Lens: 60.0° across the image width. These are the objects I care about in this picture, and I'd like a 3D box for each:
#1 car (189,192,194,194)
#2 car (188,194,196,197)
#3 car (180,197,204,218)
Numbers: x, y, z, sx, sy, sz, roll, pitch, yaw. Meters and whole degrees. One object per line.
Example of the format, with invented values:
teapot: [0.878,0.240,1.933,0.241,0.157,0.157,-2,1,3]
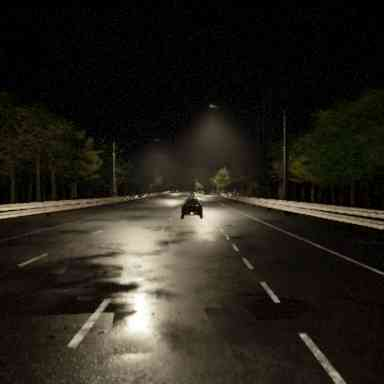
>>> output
car: [-0.015,1.277,80.978,2.033,1.411,5.357,0,0,0]
car: [-0.012,1.441,50.963,2.128,1.511,4.902,0,0,0]
car: [-0.005,1.493,29.829,1.837,1.490,4.892,0,0,0]
